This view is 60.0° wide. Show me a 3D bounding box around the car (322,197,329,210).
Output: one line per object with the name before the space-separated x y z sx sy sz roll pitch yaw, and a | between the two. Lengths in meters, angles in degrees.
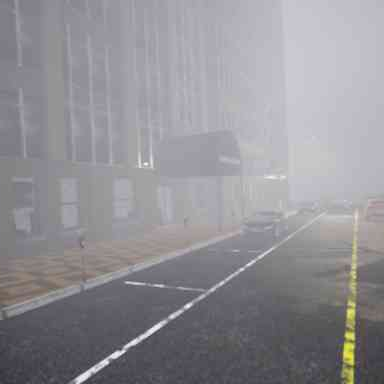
car | 14.089 1.536 38.026 1.947 1.339 4.313 -3 -1 26

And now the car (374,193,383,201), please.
car | 36.735 1.024 64.725 1.887 1.381 4.507 -3 -1 26

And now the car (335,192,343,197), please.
car | 34.307 1.018 78.668 2.192 1.841 5.009 -3 -1 26

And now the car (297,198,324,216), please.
car | 11.560 1.566 32.946 1.947 1.339 4.313 -3 -1 26

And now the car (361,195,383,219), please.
car | 14.770 1.295 26.395 1.882 1.535 5.008 -2 -1 26

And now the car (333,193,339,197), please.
car | 24.205 1.427 58.344 1.802 1.307 4.206 -3 -1 26

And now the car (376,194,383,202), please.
car | 34.205 1.080 59.642 1.947 1.339 4.313 -3 -1 26

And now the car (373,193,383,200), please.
car | 41.794 0.988 74.884 1.802 1.307 4.206 -3 -1 26

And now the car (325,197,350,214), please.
car | 15.254 1.491 34.420 1.895 1.301 4.718 -2 -1 27

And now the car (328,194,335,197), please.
car | 19.068 1.435 48.033 1.752 1.417 4.829 -3 -1 26

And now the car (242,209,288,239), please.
car | 3.972 1.633 17.708 2.008 1.369 4.403 -3 -1 26

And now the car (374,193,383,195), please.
car | 20.735 1.253 38.375 1.837 1.490 4.892 -2 0 27
